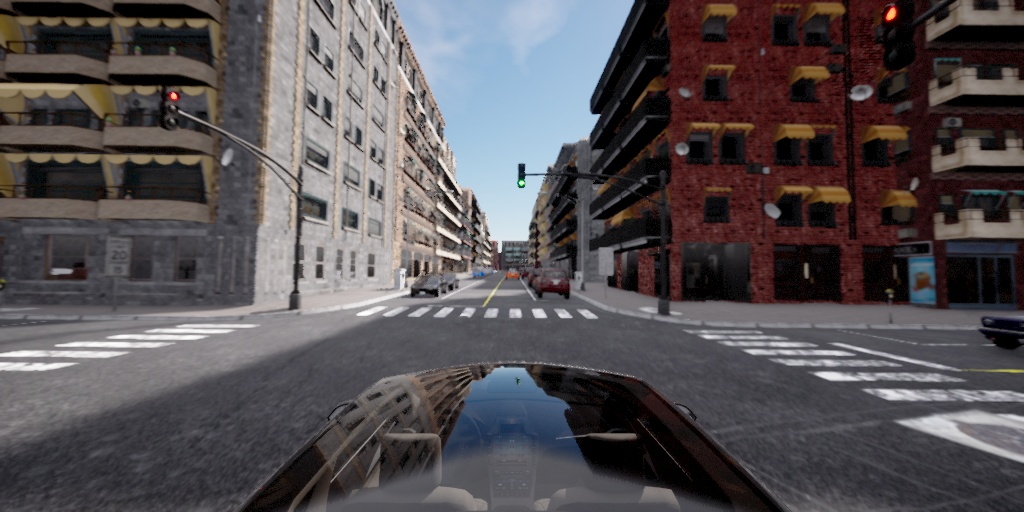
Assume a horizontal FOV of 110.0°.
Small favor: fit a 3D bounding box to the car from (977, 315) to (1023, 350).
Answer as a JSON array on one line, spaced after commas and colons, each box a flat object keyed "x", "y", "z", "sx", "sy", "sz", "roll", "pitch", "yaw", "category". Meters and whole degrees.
[{"x": 14.555, "y": 1.780, "z": 8.703, "sx": 4.718, "sy": 1.301, "sz": 1.895, "roll": 1, "pitch": -3, "yaw": -2, "category": "car"}]

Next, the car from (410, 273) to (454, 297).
[{"x": -5.327, "y": 1.888, "z": 23.498, "sx": 1.948, "sy": 1.339, "sz": 4.313, "roll": 0, "pitch": 0, "yaw": 0, "category": "car"}]

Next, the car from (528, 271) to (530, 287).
[{"x": 2.550, "y": 2.110, "z": 29.273, "sx": 1.751, "sy": 1.417, "sz": 4.829, "roll": 0, "pitch": 0, "yaw": 0, "category": "car"}]

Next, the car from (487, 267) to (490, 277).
[{"x": -5.350, "y": 3.027, "z": 62.411, "sx": 2.007, "sy": 1.370, "sz": 4.403, "roll": 0, "pitch": 0, "yaw": 0, "category": "car"}]

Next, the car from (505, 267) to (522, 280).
[{"x": 0.079, "y": 2.622, "z": 53.587, "sx": 2.097, "sy": 1.767, "sz": 4.553, "roll": 1, "pitch": -2, "yaw": 0, "category": "car"}]

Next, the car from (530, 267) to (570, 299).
[{"x": 2.554, "y": 1.746, "z": 23.545, "sx": 2.192, "sy": 1.841, "sz": 5.009, "roll": 0, "pitch": 0, "yaw": 0, "category": "car"}]

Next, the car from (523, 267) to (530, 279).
[{"x": 2.547, "y": 2.055, "z": 34.664, "sx": 2.192, "sy": 1.841, "sz": 5.009, "roll": 0, "pitch": 0, "yaw": 0, "category": "car"}]

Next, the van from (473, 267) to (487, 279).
[{"x": -5.347, "y": 2.638, "z": 56.850, "sx": 1.690, "sy": 1.789, "sz": 3.998, "roll": 0, "pitch": 0, "yaw": 0, "category": "van"}]

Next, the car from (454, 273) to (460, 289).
[{"x": -5.330, "y": 2.042, "z": 29.057, "sx": 1.948, "sy": 1.339, "sz": 4.313, "roll": 0, "pitch": 0, "yaw": 0, "category": "car"}]
